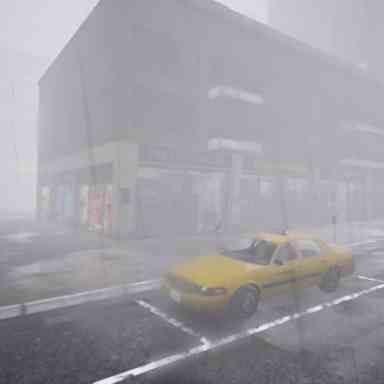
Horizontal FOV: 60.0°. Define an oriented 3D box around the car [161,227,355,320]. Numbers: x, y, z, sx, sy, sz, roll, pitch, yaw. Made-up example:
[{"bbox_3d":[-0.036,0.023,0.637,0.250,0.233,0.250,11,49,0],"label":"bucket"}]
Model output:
[{"bbox_3d":[1.673,1.500,7.269,4.829,1.417,1.752,0,2,-35],"label":"car"}]
